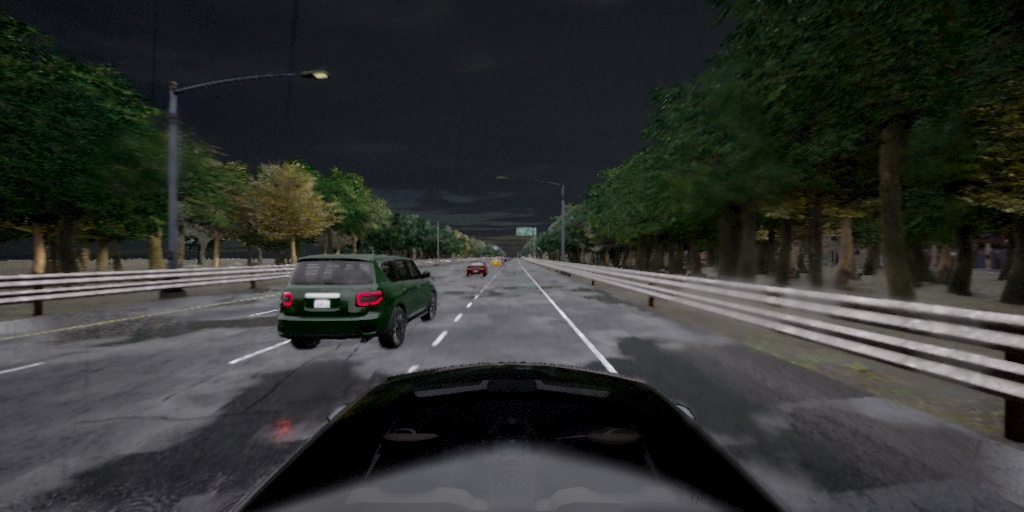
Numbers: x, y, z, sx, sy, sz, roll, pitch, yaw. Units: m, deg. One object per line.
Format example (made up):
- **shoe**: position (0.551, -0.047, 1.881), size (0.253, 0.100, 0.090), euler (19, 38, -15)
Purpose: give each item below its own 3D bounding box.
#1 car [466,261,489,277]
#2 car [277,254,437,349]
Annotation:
- **car**: position (-3.449, 1.266, 36.407), size (1.882, 1.535, 5.008), euler (0, 0, 0)
- **car**: position (-3.501, 0.976, 9.296), size (2.150, 2.045, 5.566), euler (0, 0, 0)
